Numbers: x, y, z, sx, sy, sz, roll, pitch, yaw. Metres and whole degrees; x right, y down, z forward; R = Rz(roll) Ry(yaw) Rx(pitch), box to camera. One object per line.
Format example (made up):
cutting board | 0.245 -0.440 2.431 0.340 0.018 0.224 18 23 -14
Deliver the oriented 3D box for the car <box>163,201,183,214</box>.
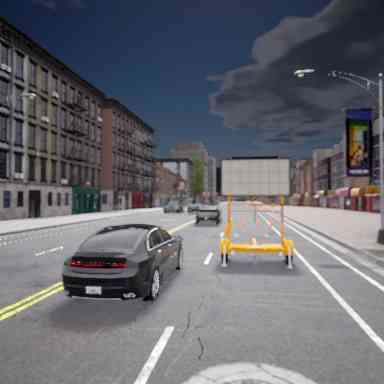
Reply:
car | -2.479 2.054 45.612 2.097 1.767 4.553 0 -1 9

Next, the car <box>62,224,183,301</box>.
car | -1.452 1.577 8.564 1.837 1.490 4.892 0 0 9

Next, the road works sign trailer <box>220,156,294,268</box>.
road works sign trailer | 2.218 0.559 11.697 2.380 3.560 2.880 0 -1 9

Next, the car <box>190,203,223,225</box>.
car | 1.460 1.810 27.333 2.128 1.511 4.902 0 -1 9

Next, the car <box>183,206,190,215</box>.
car | 0.562 2.213 44.024 2.033 1.411 5.357 0 -1 9
